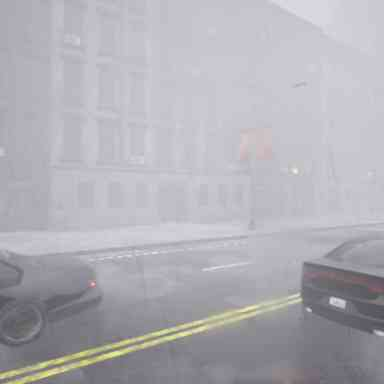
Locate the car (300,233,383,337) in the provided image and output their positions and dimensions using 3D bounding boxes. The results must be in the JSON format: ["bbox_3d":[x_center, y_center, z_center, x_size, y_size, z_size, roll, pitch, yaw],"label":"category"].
[{"bbox_3d":[4.203,1.535,6.442,5.008,1.535,1.882,1,0,-36],"label":"car"}]

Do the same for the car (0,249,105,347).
[{"bbox_3d":[-4.061,1.542,4.780,5.357,1.411,2.033,1,0,-36],"label":"car"}]
